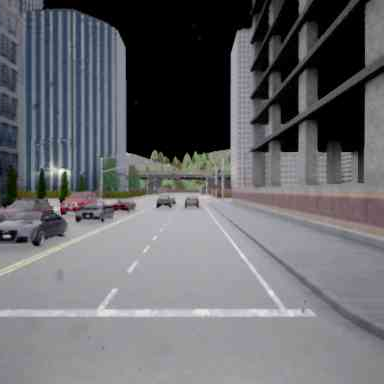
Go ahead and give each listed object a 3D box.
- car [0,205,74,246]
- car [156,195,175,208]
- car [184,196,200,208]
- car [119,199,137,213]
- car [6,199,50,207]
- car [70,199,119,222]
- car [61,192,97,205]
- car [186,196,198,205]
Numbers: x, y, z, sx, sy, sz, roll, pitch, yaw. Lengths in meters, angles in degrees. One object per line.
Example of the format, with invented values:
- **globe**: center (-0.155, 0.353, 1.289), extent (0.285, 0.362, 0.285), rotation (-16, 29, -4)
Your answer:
- **car**: center (-7.099, 1.497, 14.738), extent (1.994, 1.385, 4.181), rotation (0, 0, 0)
- **car**: center (-3.499, 1.260, 42.548), extent (1.837, 1.490, 4.892), rotation (0, 0, 0)
- **car**: center (0.001, 1.247, 42.547), extent (2.128, 1.511, 4.902), rotation (0, 0, 0)
- **car**: center (-7.083, 1.406, 34.686), extent (1.895, 1.301, 4.718), rotation (0, 0, 0)
- **car**: center (-10.599, 1.243, 21.351), extent (2.097, 1.767, 4.553), rotation (0, 0, 0)
- **car**: center (-7.099, 1.434, 24.646), extent (1.994, 1.385, 4.181), rotation (0, 0, 0)
- **car**: center (-10.596, 1.045, 31.766), extent (2.150, 2.045, 5.566), rotation (0, 0, 0)
- **car**: center (0.001, 1.298, 51.655), extent (1.895, 1.301, 4.718), rotation (0, 0, 0)
